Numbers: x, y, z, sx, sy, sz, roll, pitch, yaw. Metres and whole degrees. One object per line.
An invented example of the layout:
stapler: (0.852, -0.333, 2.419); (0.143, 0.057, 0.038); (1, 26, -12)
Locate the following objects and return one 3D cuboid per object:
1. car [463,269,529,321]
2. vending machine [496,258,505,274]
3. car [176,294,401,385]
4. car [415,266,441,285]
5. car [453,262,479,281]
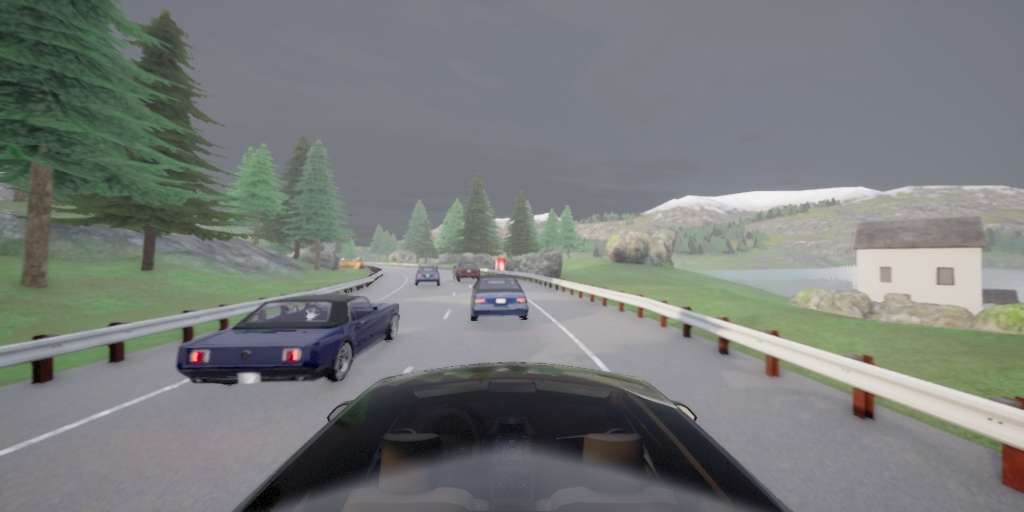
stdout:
car: (-0.555, 1.366, 12.874); (2.033, 1.411, 5.357); (0, 0, -5)
vending machine: (-1.273, 1.179, 40.194); (1.100, 2.100, 0.880); (0, 0, -18)
car: (-3.677, 1.398, 7.123); (1.895, 1.301, 4.718); (0, 0, -2)
car: (-6.554, 1.480, 27.986); (2.033, 1.411, 5.357); (0, 0, -13)
car: (-4.209, 1.303, 32.789); (2.097, 1.767, 4.553); (0, 0, -14)
